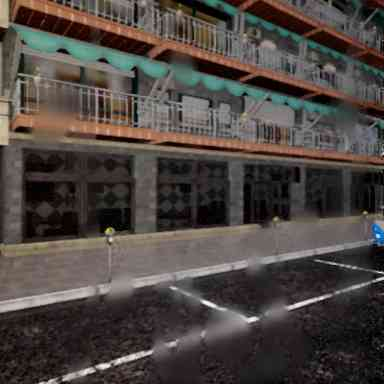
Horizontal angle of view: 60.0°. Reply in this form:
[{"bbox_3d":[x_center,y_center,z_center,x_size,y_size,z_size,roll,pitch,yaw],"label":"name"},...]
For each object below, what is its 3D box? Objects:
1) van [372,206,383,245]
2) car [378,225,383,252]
[{"bbox_3d":[8.460,1.338,12.589,3.998,1.788,1.690,0,0,-35],"label":"van"},{"bbox_3d":[7.152,1.544,8.470,5.357,1.411,2.033,0,0,-35],"label":"car"}]
